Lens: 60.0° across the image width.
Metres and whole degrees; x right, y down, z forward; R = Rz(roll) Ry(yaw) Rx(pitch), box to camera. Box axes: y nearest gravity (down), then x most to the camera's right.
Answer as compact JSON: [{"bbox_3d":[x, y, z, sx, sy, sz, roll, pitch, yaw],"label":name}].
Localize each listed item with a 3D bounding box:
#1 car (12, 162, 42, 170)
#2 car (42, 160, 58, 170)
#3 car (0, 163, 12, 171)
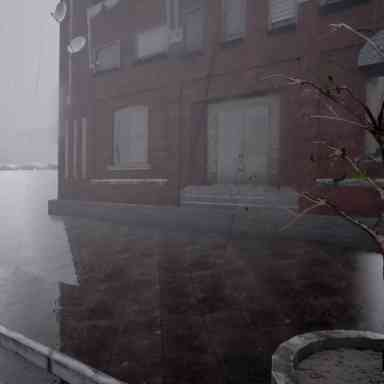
[{"bbox_3d":[-21.789,-3.369,45.860,4.892,1.521,2.231,1,1,27],"label":"car"},{"bbox_3d":[-16.708,-3.372,43.419,4.553,1.767,2.185,1,1,26],"label":"car"},{"bbox_3d":[-26.622,-3.431,48.317,4.674,1.452,2.002,1,1,28],"label":"car"}]
